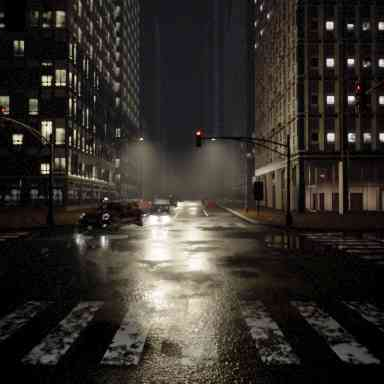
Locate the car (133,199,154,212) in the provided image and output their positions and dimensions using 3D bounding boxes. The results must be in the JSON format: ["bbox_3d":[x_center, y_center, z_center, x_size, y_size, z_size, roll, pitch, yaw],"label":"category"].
[{"bbox_3d":[-5.697,1.597,39.393,1.802,1.307,4.206,1,0,0],"label":"car"}]

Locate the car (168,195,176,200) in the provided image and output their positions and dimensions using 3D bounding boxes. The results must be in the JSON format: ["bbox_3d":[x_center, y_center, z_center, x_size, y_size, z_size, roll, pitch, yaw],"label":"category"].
[{"bbox_3d":[-5.725,1.605,95.144,1.947,1.339,4.313,1,0,0],"label":"car"}]

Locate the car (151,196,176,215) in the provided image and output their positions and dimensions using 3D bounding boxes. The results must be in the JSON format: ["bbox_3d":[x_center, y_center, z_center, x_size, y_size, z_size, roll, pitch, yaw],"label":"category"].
[{"bbox_3d":[-3.116,1.502,34.196,2.128,1.511,4.902,0,0,0],"label":"car"}]

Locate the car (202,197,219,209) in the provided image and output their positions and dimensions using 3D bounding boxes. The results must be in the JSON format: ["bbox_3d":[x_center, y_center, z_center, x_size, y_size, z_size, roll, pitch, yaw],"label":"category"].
[{"bbox_3d":[2.680,1.599,45.034,1.802,1.307,4.206,1,0,0],"label":"car"}]

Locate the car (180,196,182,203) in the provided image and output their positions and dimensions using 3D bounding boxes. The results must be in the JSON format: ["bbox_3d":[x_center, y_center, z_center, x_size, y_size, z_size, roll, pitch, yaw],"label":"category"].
[{"bbox_3d":[-3.033,1.309,64.896,1.882,1.535,5.008,0,0,0],"label":"car"}]

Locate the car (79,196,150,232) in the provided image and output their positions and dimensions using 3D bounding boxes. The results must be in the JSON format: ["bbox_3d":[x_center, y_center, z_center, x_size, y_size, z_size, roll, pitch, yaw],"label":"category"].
[{"bbox_3d":[-4.756,1.359,20.240,2.097,1.767,4.553,0,0,22],"label":"car"}]

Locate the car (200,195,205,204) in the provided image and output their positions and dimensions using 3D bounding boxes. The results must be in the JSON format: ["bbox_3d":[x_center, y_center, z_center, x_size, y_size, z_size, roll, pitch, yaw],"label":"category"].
[{"bbox_3d":[2.677,1.547,56.360,1.752,1.417,4.829,1,0,0],"label":"car"}]

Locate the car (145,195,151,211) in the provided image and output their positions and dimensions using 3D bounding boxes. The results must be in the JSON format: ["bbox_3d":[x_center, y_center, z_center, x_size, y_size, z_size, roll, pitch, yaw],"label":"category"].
[{"bbox_3d":[-5.691,1.453,33.818,1.967,1.590,4.097,1,0,0],"label":"car"}]

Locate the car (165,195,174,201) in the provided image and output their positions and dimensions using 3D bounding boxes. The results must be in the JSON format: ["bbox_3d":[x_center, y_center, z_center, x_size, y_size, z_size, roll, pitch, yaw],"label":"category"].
[{"bbox_3d":[-5.719,1.578,83.994,1.887,1.381,4.507,1,0,0],"label":"car"}]

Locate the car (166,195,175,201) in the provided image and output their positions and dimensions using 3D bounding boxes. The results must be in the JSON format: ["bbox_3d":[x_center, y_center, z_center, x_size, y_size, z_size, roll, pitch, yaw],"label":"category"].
[{"bbox_3d":[-5.721,1.587,89.569,2.008,1.369,4.403,1,0,0],"label":"car"}]

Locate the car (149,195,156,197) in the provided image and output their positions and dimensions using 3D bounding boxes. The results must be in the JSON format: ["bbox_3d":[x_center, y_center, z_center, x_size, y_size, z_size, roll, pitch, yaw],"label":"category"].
[{"bbox_3d":[-5.694,1.332,44.968,2.192,1.841,5.009,1,0,0],"label":"car"}]

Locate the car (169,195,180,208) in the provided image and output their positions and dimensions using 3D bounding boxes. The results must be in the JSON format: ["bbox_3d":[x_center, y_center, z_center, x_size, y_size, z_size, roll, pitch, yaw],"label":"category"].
[{"bbox_3d":[-3.116,1.524,49.133,1.837,1.490,4.892,0,0,0],"label":"car"}]

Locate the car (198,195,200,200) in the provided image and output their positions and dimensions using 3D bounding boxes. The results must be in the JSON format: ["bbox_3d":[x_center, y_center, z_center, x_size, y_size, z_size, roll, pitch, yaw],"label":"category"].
[{"bbox_3d":[2.673,1.590,61.767,1.947,1.339,4.313,1,0,0],"label":"car"}]

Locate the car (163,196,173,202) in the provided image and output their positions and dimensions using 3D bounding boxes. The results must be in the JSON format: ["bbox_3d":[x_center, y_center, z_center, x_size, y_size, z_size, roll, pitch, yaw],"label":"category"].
[{"bbox_3d":[-5.716,1.582,78.419,2.008,1.369,4.403,1,0,0],"label":"car"}]

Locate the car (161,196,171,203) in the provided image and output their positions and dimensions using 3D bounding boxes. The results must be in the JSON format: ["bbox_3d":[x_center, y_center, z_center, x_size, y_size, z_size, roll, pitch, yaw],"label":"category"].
[{"bbox_3d":[-5.713,1.573,72.844,1.887,1.381,4.507,1,0,0],"label":"car"}]
